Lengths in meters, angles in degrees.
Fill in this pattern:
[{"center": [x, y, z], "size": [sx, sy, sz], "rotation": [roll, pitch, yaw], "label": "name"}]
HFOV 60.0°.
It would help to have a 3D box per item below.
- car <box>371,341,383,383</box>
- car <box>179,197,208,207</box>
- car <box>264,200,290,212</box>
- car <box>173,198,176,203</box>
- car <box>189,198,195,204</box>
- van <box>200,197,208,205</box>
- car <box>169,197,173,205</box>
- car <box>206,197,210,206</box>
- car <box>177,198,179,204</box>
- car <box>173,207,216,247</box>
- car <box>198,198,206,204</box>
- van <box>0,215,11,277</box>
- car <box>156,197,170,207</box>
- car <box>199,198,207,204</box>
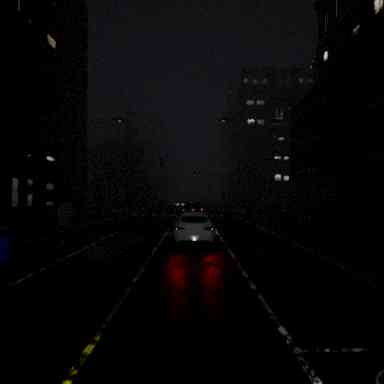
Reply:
[{"center": [2.694, 1.580, 1.613], "size": [1.947, 1.339, 4.313], "rotation": [0, 0, 0], "label": "car"}, {"center": [0.068, 1.615, 30.896], "size": [2.097, 1.767, 4.553], "rotation": [0, 0, -1], "label": "car"}, {"center": [13.462, 2.036, 50.000], "size": [5.009, 1.841, 2.192], "rotation": [1, -2, -1], "label": "car"}, {"center": [-5.694, 2.038, 79.213], "size": [2.192, 1.841, 5.009], "rotation": [0, -1, 0], "label": "car"}, {"center": [-0.007, 2.338, 90.585], "size": [1.837, 1.490, 4.892], "rotation": [0, -1, 0], "label": "car"}, {"center": [2.687, 2.007, 73.583], "size": [1.690, 1.788, 3.998], "rotation": [0, -1, 0], "label": "van"}, {"center": [-5.693, 2.189, 73.411], "size": [1.752, 1.417, 4.829], "rotation": [0, -1, 0], "label": "car"}, {"center": [2.687, 2.155, 67.951], "size": [1.887, 1.381, 4.507], "rotation": [0, -1, 0], "label": "car"}, {"center": [-3.007, 2.284, 87.736], "size": [1.882, 1.535, 5.008], "rotation": [0, -1, 0], "label": "car"}, {"center": [0.098, 1.656, 15.668], "size": [1.812, 1.442, 4.674], "rotation": [0, -1, 0], "label": "car"}, {"center": [2.685, 2.390, 90.471], "size": [2.008, 1.369, 4.403], "rotation": [0, -1, 0], "label": "car"}, {"center": [-5.686, 1.401, 7.274], "size": [1.690, 1.788, 3.998], "rotation": [0, 0, 0], "label": "van"}, {"center": [-5.693, 2.121, 62.320], "size": [1.947, 1.339, 4.313], "rotation": [0, -1, 0], "label": "car"}, {"center": [2.686, 2.221, 84.842], "size": [1.967, 1.590, 4.097], "rotation": [0, -1, 0], "label": "car"}]
